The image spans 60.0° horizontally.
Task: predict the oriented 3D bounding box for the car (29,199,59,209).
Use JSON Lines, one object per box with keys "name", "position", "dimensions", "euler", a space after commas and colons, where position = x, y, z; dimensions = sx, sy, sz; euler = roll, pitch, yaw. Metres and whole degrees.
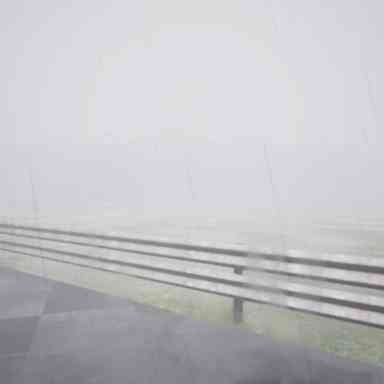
{"name": "car", "position": [-22.143, 1.787, 49.619], "dimensions": [4.674, 1.442, 1.812], "euler": [0, 0, 11]}
